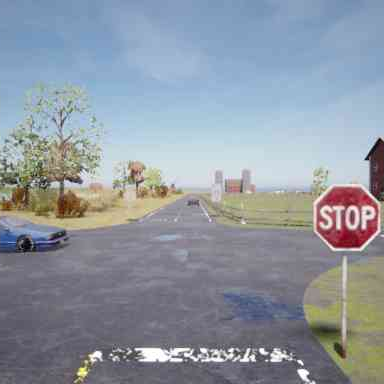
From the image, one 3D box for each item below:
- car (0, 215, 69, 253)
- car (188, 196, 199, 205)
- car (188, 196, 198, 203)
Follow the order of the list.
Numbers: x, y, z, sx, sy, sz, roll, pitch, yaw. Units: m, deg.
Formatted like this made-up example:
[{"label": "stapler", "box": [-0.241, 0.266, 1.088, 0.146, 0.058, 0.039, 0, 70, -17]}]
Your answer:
[{"label": "car", "box": [-7.921, 1.647, 13.471, 5.357, 1.411, 2.033, -1, 0, 1]}, {"label": "car", "box": [0.265, 1.475, 56.836, 2.128, 1.511, 4.902, 0, 0, 0]}, {"label": "car", "box": [0.207, 1.524, 70.987, 2.033, 1.411, 5.357, 0, 0, 0]}]
